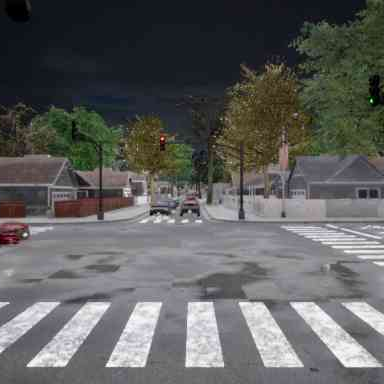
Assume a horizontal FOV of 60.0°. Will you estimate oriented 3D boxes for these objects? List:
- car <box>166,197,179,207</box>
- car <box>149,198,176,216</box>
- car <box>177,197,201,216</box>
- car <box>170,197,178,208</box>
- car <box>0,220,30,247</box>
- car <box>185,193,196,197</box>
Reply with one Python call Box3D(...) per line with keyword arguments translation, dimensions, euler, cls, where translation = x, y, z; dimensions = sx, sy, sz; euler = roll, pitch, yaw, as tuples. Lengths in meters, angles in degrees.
Box3D(translation=(-3.016, 1.568, 53.053), dimensions=(1.812, 1.442, 4.674), euler=(0, 0, 0), cls="car")
Box3D(translation=(-3.021, 1.567, 32.915), dimensions=(2.033, 1.411, 5.357), euler=(0, 0, 0), cls="car")
Box3D(translation=(-0.173, 1.524, 33.045), dimensions=(1.837, 1.490, 4.892), euler=(0, 0, 1), cls="car")
Box3D(translation=(-2.999, 1.594, 42.803), dimensions=(1.994, 1.385, 4.181), euler=(0, 0, 0), cls="car")
Box3D(translation=(-9.429, 1.524, 13.864), dimensions=(5.008, 1.535, 1.882), euler=(-1, 0, 0), cls="car")
Box3D(translation=(-0.289, 1.299, 73.547), dimensions=(2.150, 2.045, 5.566), euler=(0, 0, 0), cls="car")
